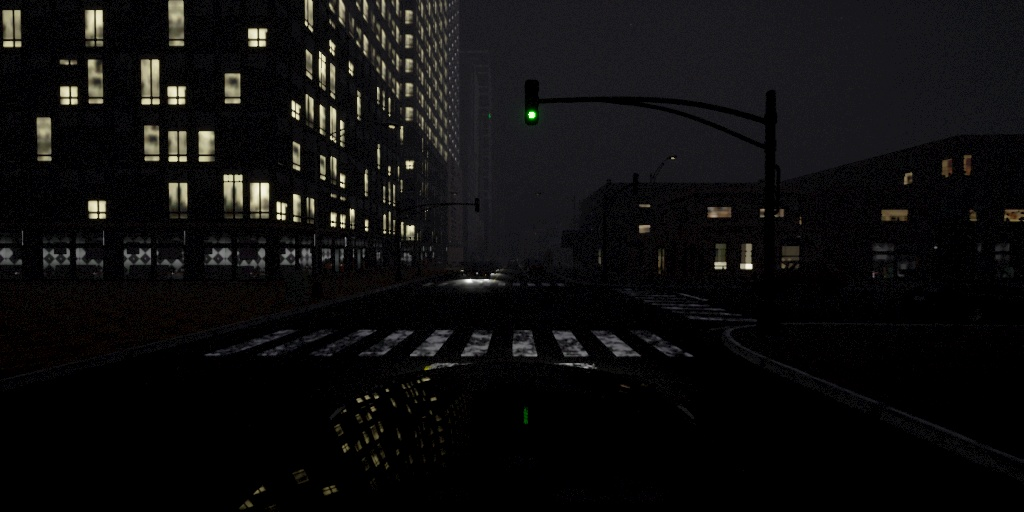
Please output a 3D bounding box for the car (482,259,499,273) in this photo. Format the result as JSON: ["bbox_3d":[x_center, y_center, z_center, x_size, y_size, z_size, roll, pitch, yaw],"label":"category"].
[{"bbox_3d":[-2.997,1.335,42.981,1.994,1.385,4.181,0,0,0],"label":"car"}]

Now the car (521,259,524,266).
[{"bbox_3d":[2.815,1.091,52.581,2.192,1.841,5.009,0,0,0],"label":"car"}]

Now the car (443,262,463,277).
[{"bbox_3d":[-5.746,1.292,35.555,1.751,1.417,4.829,0,0,0],"label":"car"}]

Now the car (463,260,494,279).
[{"bbox_3d":[-3.025,1.329,33.128,1.994,1.385,4.181,0,0,0],"label":"car"}]

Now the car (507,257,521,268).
[{"bbox_3d":[0.154,1.346,63.797,1.994,1.385,4.181,0,0,0],"label":"car"}]

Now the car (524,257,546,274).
[{"bbox_3d":[2.787,1.210,41.293,1.967,1.591,4.097,0,0,0],"label":"car"}]

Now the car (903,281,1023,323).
[{"bbox_3d":[16.438,1.557,12.597,4.313,1.339,1.948,0,0,1],"label":"car"}]

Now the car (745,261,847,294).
[{"bbox_3d":[16.565,1.181,20.975,5.009,1.841,2.192,0,0,1],"label":"car"}]
